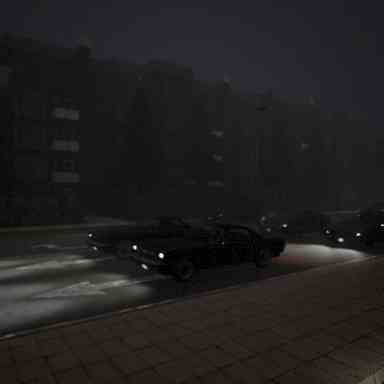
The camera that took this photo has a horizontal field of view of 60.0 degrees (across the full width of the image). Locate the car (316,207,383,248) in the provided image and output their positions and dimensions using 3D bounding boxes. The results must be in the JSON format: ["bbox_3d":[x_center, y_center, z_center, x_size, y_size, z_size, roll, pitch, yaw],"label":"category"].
[{"bbox_3d":[8.423,1.645,15.548,5.357,1.411,2.033,0,0,-36],"label":"car"}]

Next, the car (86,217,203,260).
[{"bbox_3d":[-1.524,1.644,12.740,4.718,1.301,1.895,0,0,-36],"label":"car"}]

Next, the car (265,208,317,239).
[{"bbox_3d":[5.719,1.621,17.915,4.674,1.442,1.812,0,0,-36],"label":"car"}]

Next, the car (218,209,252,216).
[{"bbox_3d":[2.617,1.295,19.889,4.181,1.385,1.994,0,0,-36],"label":"car"}]

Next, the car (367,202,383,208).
[{"bbox_3d":[13.632,1.504,23.526,4.553,1.767,2.097,0,0,-35],"label":"car"}]

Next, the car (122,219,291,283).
[{"bbox_3d":[0.575,1.642,9.939,4.718,1.301,1.895,0,0,-36],"label":"car"}]
